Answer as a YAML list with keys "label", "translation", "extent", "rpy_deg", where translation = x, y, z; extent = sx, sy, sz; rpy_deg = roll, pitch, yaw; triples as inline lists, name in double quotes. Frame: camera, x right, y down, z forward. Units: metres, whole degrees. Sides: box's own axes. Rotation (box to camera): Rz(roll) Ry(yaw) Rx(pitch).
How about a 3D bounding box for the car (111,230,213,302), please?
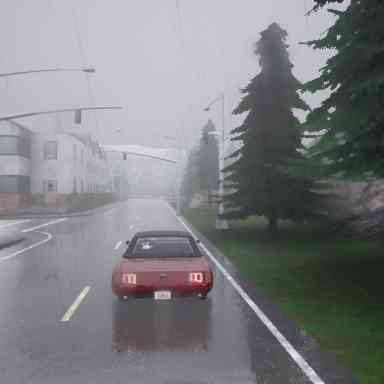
- label: "car"
  translation: [-0.719, 1.601, 8.291]
  extent: [1.895, 1.301, 4.718]
  rpy_deg: [0, 0, -5]
